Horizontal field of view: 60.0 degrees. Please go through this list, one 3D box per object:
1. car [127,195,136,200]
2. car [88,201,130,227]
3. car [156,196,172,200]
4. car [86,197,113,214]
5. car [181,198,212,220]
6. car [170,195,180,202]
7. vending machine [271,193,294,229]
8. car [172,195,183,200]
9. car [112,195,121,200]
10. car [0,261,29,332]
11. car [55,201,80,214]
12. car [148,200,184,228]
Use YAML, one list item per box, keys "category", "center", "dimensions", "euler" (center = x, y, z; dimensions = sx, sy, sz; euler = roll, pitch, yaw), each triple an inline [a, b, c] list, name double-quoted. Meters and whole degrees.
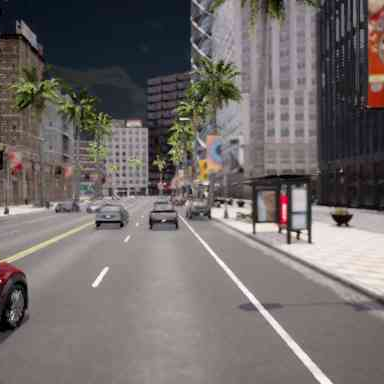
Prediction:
- category: "car"
  center: [-14.346, 1.432, 78.956]
  dimensions: [1.812, 1.442, 4.674]
  euler: [-1, 0, -5]
- category: "car"
  center: [-5.518, 1.605, 23.409]
  dimensions: [2.033, 1.411, 5.357]
  euler: [-1, 0, -6]
- category: "car"
  center: [-3.737, 1.549, 41.151]
  dimensions: [1.837, 1.490, 4.892]
  euler: [-1, 0, -6]
- category: "car"
  center: [-10.607, 1.602, 37.509]
  dimensions: [2.128, 1.511, 4.902]
  euler: [-1, 0, -5]
- category: "car"
  center: [0.505, 1.482, 28.449]
  dimensions: [2.231, 1.521, 4.892]
  euler: [-1, 0, -6]
- category: "car"
  center: [-4.166, 1.570, 79.541]
  dimensions: [2.161, 1.482, 4.786]
  euler: [-1, 0, -6]
- category: "vending machine"
  center: [5.594, 1.147, 20.540]
  dimensions: [1.100, 2.100, 0.880]
  euler: [-1, 0, -6]
- category: "car"
  center: [-2.342, 1.389, 57.686]
  dimensions: [2.185, 1.767, 4.553]
  euler: [-1, 0, -6]
- category: "car"
  center: [-17.869, 1.391, 79.067]
  dimensions: [1.882, 1.535, 5.008]
  euler: [-1, 0, -5]
- category: "car"
  center: [-3.860, 1.390, 4.031]
  dimensions: [2.097, 1.767, 4.553]
  euler: [-1, 0, -3]
- category: "car"
  center: [-14.171, 1.707, 38.017]
  dimensions: [1.994, 1.385, 4.181]
  euler: [-1, 0, -5]
- category: "car"
  center: [-1.906, 1.514, 22.320]
  dimensions: [2.128, 1.511, 4.902]
  euler: [-1, 0, -5]
